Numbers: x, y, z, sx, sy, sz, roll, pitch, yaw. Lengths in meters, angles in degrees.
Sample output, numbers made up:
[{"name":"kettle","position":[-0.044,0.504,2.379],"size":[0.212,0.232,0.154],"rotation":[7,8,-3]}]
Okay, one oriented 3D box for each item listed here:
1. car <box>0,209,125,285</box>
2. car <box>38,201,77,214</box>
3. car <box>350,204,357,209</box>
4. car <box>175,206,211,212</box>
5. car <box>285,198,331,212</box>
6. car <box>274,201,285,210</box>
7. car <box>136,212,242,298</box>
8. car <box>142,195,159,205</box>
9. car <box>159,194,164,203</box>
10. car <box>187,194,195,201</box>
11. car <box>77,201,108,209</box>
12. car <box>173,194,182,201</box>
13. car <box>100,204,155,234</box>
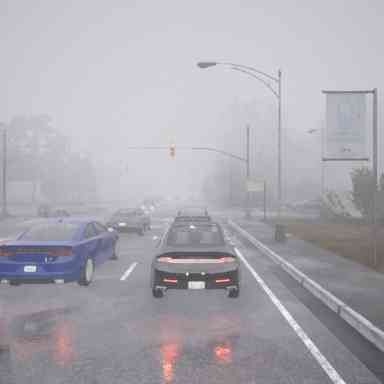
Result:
[{"name":"car","position":[-3.432,1.478,9.513],"size":[1.882,1.535,5.008],"rotation":[0,0,0]},{"name":"car","position":[-11.821,1.564,28.590],"size":[1.994,1.385,4.181],"rotation":[1,0,-38]},{"name":"car","position":[22.589,1.543,41.174],"size":[5.357,1.411,2.033],"rotation":[0,0,3]},{"name":"car","position":[0.038,1.478,18.004],"size":[1.882,1.535,5.008],"rotation":[0,0,0]},{"name":"car","position":[13.570,1.526,38.143],"size":[4.674,1.442,1.812],"rotation":[0,0,3]},{"name":"car","position":[12.852,1.491,41.701],"size":[4.902,1.511,2.128],"rotation":[0,0,3]},{"name":"car","position":[0.073,1.492,8.508],"size":[2.128,1.511,4.902],"rotation":[0,0,0]},{"name":"car","position":[-7.278,1.505,56.623],"size":[1.837,1.490,4.892],"rotation":[0,0,0]},{"name":"car","position":[-7.261,1.505,65.991],"size":[1.837,1.490,4.892],"rotation":[0,0,0]},{"name":"car","position":[-0.302,1.518,85.713],"size":[2.128,1.511,4.902],"rotation":[0,0,0]},{"name":"car","position":[-11.395,1.601,35.766],"size":[4.718,1.301,1.895],"rotation":[0,0,3]},{"name":"car","position":[-3.800,1.471,85.318],"size":[1.882,1.535,5.008],"rotation":[0,0,0]},{"name":"car","position":[-3.463,1.564,18.504],"size":[1.994,1.385,4.181],"rotation":[0,0,0]}]
